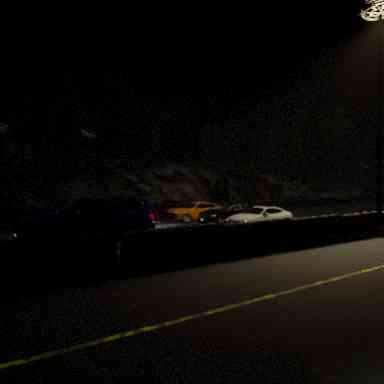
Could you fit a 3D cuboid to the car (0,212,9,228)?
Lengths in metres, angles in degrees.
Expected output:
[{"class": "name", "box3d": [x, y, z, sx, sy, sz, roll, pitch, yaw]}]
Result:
[{"class": "car", "box3d": [-10.650, 1.612, 22.067, 4.718, 1.301, 1.895, 0, 0, -35]}]

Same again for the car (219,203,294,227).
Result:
[{"class": "car", "box3d": [4.094, 1.544, 19.680, 4.674, 1.442, 1.812, 0, 0, -35]}]

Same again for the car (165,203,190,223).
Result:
[{"class": "car", "box3d": [0.379, 1.494, 25.641, 5.008, 1.535, 1.882, 0, 0, -35]}]

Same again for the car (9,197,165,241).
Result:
[{"class": "car", "box3d": [-4.195, 1.237, 13.774, 5.566, 2.045, 2.150, 0, 0, -35]}]

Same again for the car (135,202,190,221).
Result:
[{"class": "car", "box3d": [-2.447, 1.581, 27.912, 4.181, 1.385, 1.994, 0, 0, -35]}]

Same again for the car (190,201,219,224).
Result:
[{"class": "car", "box3d": [2.640, 1.509, 22.950, 4.902, 1.511, 2.128, 0, 0, -35]}]
